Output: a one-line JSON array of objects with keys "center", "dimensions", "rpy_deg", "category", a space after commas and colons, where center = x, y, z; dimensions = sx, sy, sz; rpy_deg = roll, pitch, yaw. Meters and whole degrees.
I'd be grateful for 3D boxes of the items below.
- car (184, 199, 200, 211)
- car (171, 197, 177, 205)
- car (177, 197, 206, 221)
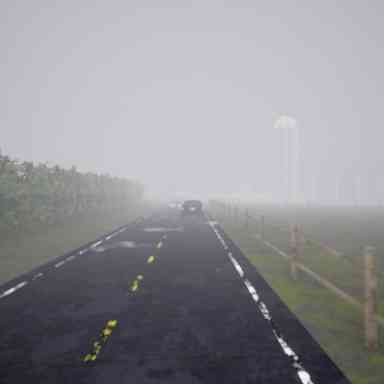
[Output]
[{"center": [0.037, 1.639, 42.234], "dimensions": [1.895, 1.301, 4.718], "rpy_deg": [0, 0, 0], "category": "car"}, {"center": [-2.842, 1.617, 61.359], "dimensions": [2.033, 1.411, 5.357], "rpy_deg": [0, 0, 0], "category": "car"}, {"center": [0.065, 1.371, 27.833], "dimensions": [2.097, 1.767, 4.553], "rpy_deg": [0, 0, 0], "category": "car"}]
